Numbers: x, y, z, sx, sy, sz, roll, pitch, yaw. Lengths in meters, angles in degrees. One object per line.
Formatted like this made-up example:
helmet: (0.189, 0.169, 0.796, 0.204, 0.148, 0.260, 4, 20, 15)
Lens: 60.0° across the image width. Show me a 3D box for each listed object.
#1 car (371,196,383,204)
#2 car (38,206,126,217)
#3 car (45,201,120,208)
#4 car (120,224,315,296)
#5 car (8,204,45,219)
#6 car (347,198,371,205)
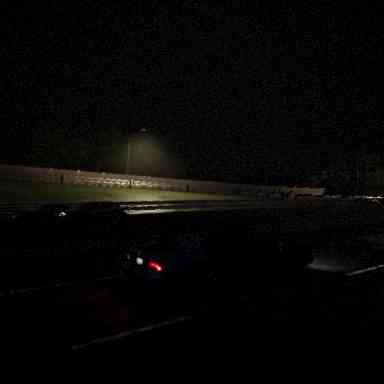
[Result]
car: (26.855, 1.288, 44.619, 5.566, 2.045, 2.150, 0, 0, -35)
car: (-5.212, 1.605, 17.471, 4.718, 1.301, 1.895, 0, 0, -35)
car: (-6.441, 1.357, 20.893, 4.553, 1.767, 2.097, 0, 0, -35)
car: (0.899, 1.551, 8.687, 5.357, 1.411, 2.033, 0, 0, -36)
car: (-9.918, 1.529, 22.713, 4.674, 1.442, 1.812, 0, 0, -35)
car: (23.746, 1.568, 46.699, 4.892, 1.490, 1.837, 0, 0, -35)
